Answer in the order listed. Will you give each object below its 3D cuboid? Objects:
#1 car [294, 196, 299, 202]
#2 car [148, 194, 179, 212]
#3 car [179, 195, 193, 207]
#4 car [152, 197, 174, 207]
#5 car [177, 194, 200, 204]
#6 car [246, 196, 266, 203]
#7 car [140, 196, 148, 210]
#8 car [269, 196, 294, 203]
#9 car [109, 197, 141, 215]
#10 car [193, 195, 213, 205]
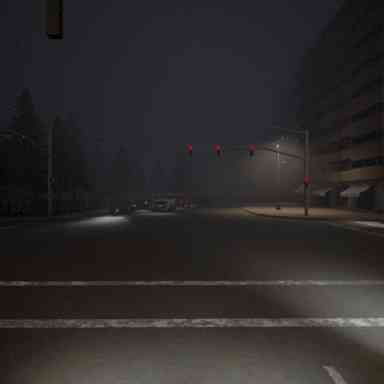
[{"bbox_3d":[21.938,1.525,73.634,4.902,1.511,2.128,0,0,-22],"label":"car"},{"bbox_3d":[-3.309,1.224,39.743,2.150,2.045,5.566,0,0,5],"label":"car"},{"bbox_3d":[-1.817,1.352,50.385,2.097,1.767,4.553,0,0,16],"label":"car"},{"bbox_3d":[-4.622,1.526,53.073,1.812,1.442,4.674,0,0,18],"label":"car"},{"bbox_3d":[-0.566,1.352,62.191,2.097,1.767,4.553,0,0,32],"label":"car"},{"bbox_3d":[13.142,1.478,68.108,5.008,1.535,1.882,0,0,-41],"label":"car"},{"bbox_3d":[-6.420,1.351,43.926,2.097,1.767,4.553,0,0,7],"label":"car"},{"bbox_3d":[17.676,1.478,66.787,5.008,1.535,1.882,0,0,-37],"label":"car"},{"bbox_3d":[-6.958,1.493,33.679,2.128,1.511,4.902,0,0,1],"label":"car"},{"bbox_3d":[2.071,1.492,59.867,2.128,1.511,4.902,0,0,30],"label":"car"}]
